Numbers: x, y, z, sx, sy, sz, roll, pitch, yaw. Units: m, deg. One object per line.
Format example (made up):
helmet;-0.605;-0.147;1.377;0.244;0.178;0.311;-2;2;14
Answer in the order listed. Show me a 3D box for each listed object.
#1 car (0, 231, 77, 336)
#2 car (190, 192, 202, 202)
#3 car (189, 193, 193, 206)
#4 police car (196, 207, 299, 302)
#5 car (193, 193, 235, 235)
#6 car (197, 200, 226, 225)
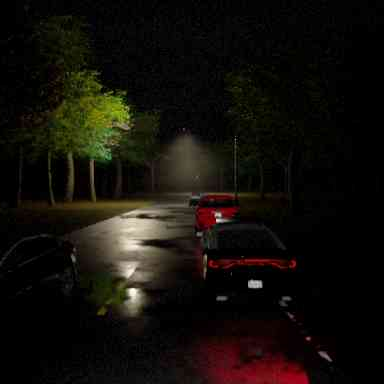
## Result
car;-3.538;1.488;5.649;2.128;1.511;4.902;0;0;1
car;0.672;0.860;59.824;2.033;1.411;5.357;0;2;1
car;0.550;1.181;46.111;2.033;1.411;5.357;0;1;1
police car;1.145;1.416;8.447;1.930;1.638;5.238;0;0;1
car;1.256;1.164;18.362;2.150;2.045;5.566;0;0;1
car;1.323;1.396;24.336;1.837;1.490;4.892;0;0;1
